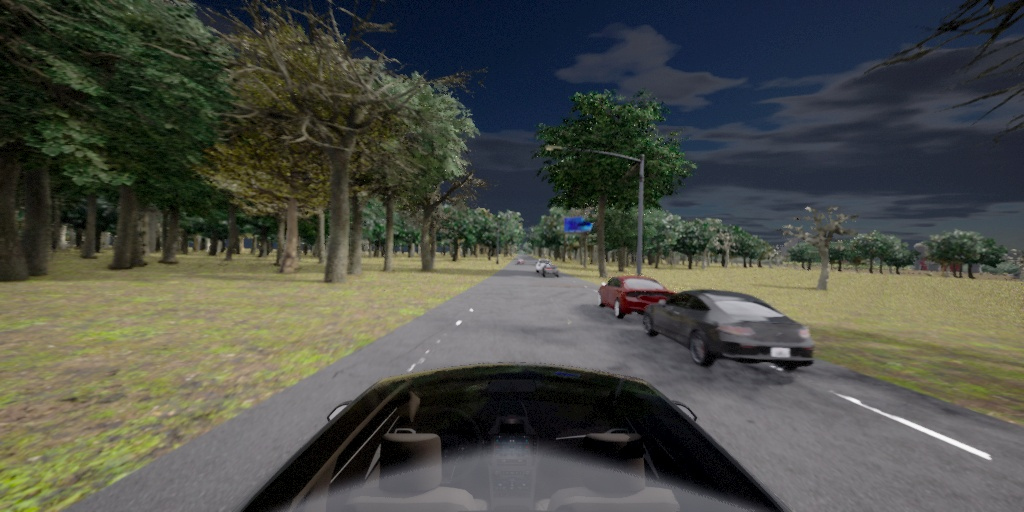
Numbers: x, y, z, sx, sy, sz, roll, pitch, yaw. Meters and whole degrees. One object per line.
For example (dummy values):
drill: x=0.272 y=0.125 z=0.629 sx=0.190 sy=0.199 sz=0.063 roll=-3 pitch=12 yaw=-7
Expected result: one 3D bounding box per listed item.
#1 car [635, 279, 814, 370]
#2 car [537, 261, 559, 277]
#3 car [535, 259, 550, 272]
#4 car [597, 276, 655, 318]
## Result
car: x=4.607 y=1.496 z=8.374 sx=1.812 sy=1.442 sz=4.674 roll=2 pitch=-1 yaw=2
car: x=4.550 y=1.727 z=43.440 sx=2.128 sy=1.511 sz=4.902 roll=2 pitch=0 yaw=2
car: x=4.760 y=1.487 z=53.927 sx=2.150 sy=2.045 sz=5.566 roll=2 pitch=0 yaw=2
car: x=4.764 y=1.519 z=14.370 sx=1.882 sy=1.535 sz=5.008 roll=2 pitch=-1 yaw=2
